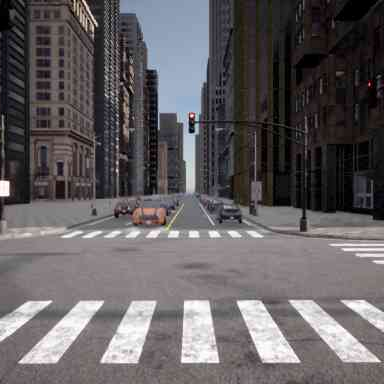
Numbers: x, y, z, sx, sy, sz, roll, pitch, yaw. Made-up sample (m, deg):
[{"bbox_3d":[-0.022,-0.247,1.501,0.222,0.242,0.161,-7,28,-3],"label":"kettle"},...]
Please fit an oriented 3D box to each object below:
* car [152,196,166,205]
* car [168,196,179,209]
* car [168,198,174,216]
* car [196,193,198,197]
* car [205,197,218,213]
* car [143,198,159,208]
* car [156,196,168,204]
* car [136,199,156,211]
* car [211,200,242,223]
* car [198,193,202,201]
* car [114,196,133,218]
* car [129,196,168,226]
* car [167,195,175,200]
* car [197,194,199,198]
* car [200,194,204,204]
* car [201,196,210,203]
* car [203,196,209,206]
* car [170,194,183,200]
[{"bbox_3d":[-5.779,1.452,58.983,1.967,1.590,4.097,0,0,0],"label":"car"},{"bbox_3d":[-3.087,1.553,42.902,2.033,1.411,5.357,0,0,0],"label":"car"},{"bbox_3d":[-3.100,1.604,33.148,1.895,1.301,4.718,0,0,0],"label":"car"},{"bbox_3d":[2.740,1.561,87.367,1.752,1.417,4.829,0,0,0],"label":"car"},{"bbox_3d":[2.752,1.554,36.432,2.008,1.369,4.403,0,0,0],"label":"car"},{"bbox_3d":[-5.776,1.589,47.702,1.802,1.307,4.206,0,0,0],"label":"car"},{"bbox_3d":[-5.780,1.541,64.454,1.752,1.417,4.829,0,0,0],"label":"car"},{"bbox_3d":[-5.775,1.571,42.062,1.947,1.339,4.313,0,0,0],"label":"car"},{"bbox_3d":[2.754,1.552,25.150,2.008,1.369,4.403,0,0,0],"label":"car"},{"bbox_3d":[2.745,1.456,64.635,1.967,1.590,4.097,0,0,0],"label":"car"},{"bbox_3d":[-5.772,1.317,30.780,2.192,1.841,5.009,0,0,0],"label":"car"},{"bbox_3d":[-2.916,1.352,23.256,2.097,1.767,4.553,0,0,-5],"label":"car"},{"bbox_3d":[-5.787,1.566,92.658,1.752,1.417,4.829,0,0,0],"label":"car"},{"bbox_3d":[2.743,1.569,75.915,1.887,1.381,4.507,0,0,0],"label":"car"},{"bbox_3d":[2.748,1.449,53.354,1.967,1.590,4.097,0,0,0],"label":"car"},{"bbox_3d":[2.744,1.545,70.445,1.752,1.417,4.829,0,0,0],"label":"car"},{"bbox_3d":[2.751,1.550,42.072,1.887,1.381,4.507,0,0,0],"label":"car"},{"bbox_3d":[-3.029,1.501,53.015,2.128,1.511,4.902,0,0,0],"label":"car"}]
